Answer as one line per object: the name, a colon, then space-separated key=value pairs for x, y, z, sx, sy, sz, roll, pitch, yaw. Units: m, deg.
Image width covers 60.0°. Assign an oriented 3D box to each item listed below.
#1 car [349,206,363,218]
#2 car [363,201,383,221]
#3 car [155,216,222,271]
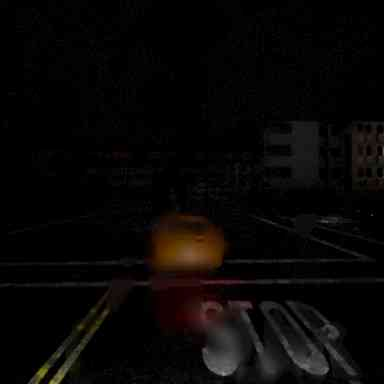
car: x=16.660 y=1.620 z=29.727 sx=4.892 sy=1.490 sz=1.837 roll=0 pitch=0 yaw=1
car: x=16.670 y=1.593 z=26.228 sx=4.902 sy=1.511 sz=2.128 roll=0 pitch=0 yaw=1
car: x=-0.225 y=1.535 z=11.199 sx=1.882 sy=1.535 sz=5.008 roll=0 pitch=0 yaw=-5
